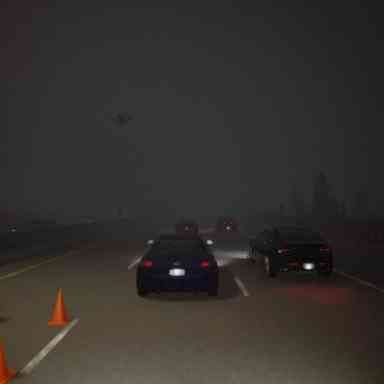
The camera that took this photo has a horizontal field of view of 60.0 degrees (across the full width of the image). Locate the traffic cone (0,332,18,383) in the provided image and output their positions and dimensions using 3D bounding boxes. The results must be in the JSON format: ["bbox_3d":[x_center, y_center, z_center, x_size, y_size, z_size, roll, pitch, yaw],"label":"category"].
[{"bbox_3d":[-2.440,2.049,4.178,0.340,0.580,0.340,0,-2,0],"label":"traffic cone"}]

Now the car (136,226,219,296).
[{"bbox_3d":[-0.339,1.856,9.414,1.994,1.385,4.181,0,-3,0],"label":"car"}]

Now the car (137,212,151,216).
[{"bbox_3d":[-9.646,4.770,66.809,2.097,1.767,4.553,-1,-3,7],"label":"car"}]

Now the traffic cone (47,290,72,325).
[{"bbox_3d":[-2.445,2.114,6.177,0.340,0.580,0.340,0,-2,0],"label":"traffic cone"}]

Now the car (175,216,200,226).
[{"bbox_3d":[-0.385,2.758,27.736,1.882,1.535,5.008,0,-3,0],"label":"car"}]

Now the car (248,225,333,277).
[{"bbox_3d":[3.156,1.892,11.444,1.837,1.490,4.892,0,-3,0],"label":"car"}]

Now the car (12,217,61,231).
[{"bbox_3d":[-11.076,2.602,23.986,1.837,1.490,4.892,0,-4,0],"label":"car"}]

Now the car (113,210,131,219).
[{"bbox_3d":[-13.506,4.534,64.628,2.150,2.045,5.566,-1,-3,7],"label":"car"}]

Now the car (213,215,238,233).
[{"bbox_3d":[3.106,2.957,31.018,1.837,1.490,4.892,0,-3,0],"label":"car"}]

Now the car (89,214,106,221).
[{"bbox_3d":[-17.409,4.720,61.594,1.994,1.385,4.181,-1,-3,6],"label":"car"}]
